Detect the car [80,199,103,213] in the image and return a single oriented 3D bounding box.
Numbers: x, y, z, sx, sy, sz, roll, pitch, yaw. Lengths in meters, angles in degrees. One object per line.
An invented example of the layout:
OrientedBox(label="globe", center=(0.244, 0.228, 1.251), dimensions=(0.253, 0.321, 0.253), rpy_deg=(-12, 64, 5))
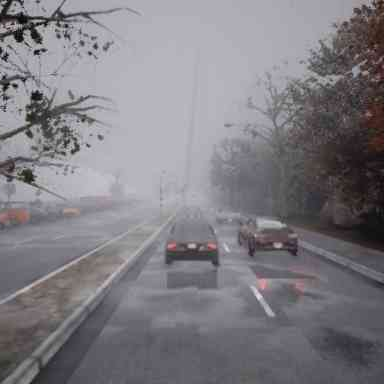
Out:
OrientedBox(label="car", center=(-13.863, 1.940, 41.447), dimensions=(4.674, 1.452, 2.002), rpy_deg=(-1, 0, -20))

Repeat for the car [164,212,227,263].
OrientedBox(label="car", center=(0.011, 1.709, 12.525), dimensions=(2.033, 1.411, 5.357), rpy_deg=(0, -1, 0))

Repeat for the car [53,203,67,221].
OrientedBox(label="car", center=(-13.900, 1.882, 29.493), dimensions=(4.792, 1.488, 2.163), rpy_deg=(-1, 0, -20))

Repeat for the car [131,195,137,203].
OrientedBox(label="car", center=(-13.827, 1.918, 65.349), dimensions=(4.792, 1.488, 2.163), rpy_deg=(-1, 0, -20))

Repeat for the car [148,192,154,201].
OrientedBox(label="car", center=(-13.817, 1.604, 89.370), dimensions=(5.566, 2.045, 2.435), rpy_deg=(-1, 0, -20))

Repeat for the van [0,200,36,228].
OrientedBox(label="van", center=(-13.772, 1.571, 23.591), dimensions=(4.442, 1.987, 1.878), rpy_deg=(-1, -1, -20))

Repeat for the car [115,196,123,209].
OrientedBox(label="car", center=(-13.840, 1.649, 50.414), dimensions=(5.566, 2.045, 2.435), rpy_deg=(-1, 0, -20))

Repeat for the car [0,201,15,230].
OrientedBox(label="car", center=(-13.851, 1.637, 20.563), dimensions=(4.553, 1.767, 2.185), rpy_deg=(-1, -1, -20))

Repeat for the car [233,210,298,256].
OrientedBox(label="car", center=(3.024, 1.706, 13.903), dimensions=(1.812, 1.442, 4.674), rpy_deg=(0, -1, 0))

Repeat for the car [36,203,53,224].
OrientedBox(label="car", center=(-13.870, 1.865, 26.521), dimensions=(4.674, 1.452, 2.002), rpy_deg=(-1, 0, -20))

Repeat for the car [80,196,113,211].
OrientedBox(label="car", center=(-13.894, 1.653, 44.418), dimensions=(5.566, 2.045, 2.435), rpy_deg=(-1, 0, -20))

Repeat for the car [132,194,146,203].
OrientedBox(label="car", center=(-13.821, 1.909, 77.355), dimensions=(4.792, 1.488, 2.163), rpy_deg=(-1, 0, -20))

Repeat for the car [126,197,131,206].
OrientedBox(label="car", center=(-13.829, 1.768, 59.358), dimensions=(4.553, 1.767, 2.185), rpy_deg=(-1, 0, -20))

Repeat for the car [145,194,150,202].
OrientedBox(label="car", center=(-14.015, 1.872, 83.278), dimensions=(5.366, 1.575, 1.946), rpy_deg=(-1, 0, -20))

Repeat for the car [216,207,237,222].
OrientedBox(label="car", center=(3.018, 1.948, 28.247), dimensions=(1.895, 1.301, 4.718), rpy_deg=(0, -1, 0))

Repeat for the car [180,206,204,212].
OrientedBox(label="car", center=(0.010, 1.888, 27.546), dimensions=(2.033, 1.411, 5.357), rpy_deg=(0, -1, 0))

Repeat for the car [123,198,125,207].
OrientedBox(label="car", center=(-13.854, 1.899, 53.383), dimensions=(4.892, 1.521, 2.231), rpy_deg=(-1, 0, -20))

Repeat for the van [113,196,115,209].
OrientedBox(label="van", center=(-13.758, 1.676, 47.461), dimensions=(4.442, 1.987, 1.878), rpy_deg=(-1, 0, -20))

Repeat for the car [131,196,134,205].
OrientedBox(label="car", center=(-13.850, 1.932, 62.330), dimensions=(4.674, 1.452, 2.002), rpy_deg=(-1, 0, -20))

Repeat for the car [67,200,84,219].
OrientedBox(label="car", center=(-13.700, 1.865, 32.562), dimensions=(5.366, 1.575, 1.946), rpy_deg=(-1, -1, -20))

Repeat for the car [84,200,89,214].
OrientedBox(label="car", center=(-13.843, 1.915, 35.490), dimensions=(4.792, 1.488, 2.163), rpy_deg=(-1, -1, -20))
